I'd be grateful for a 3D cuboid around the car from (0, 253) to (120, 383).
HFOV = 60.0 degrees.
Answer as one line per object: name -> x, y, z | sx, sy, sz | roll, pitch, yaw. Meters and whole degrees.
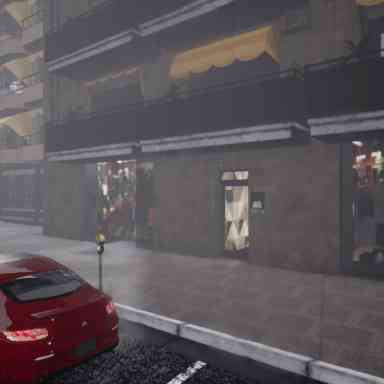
car -> -2.867, 1.583, 4.925 | 4.206, 1.307, 1.802 | 0, 0, 36
